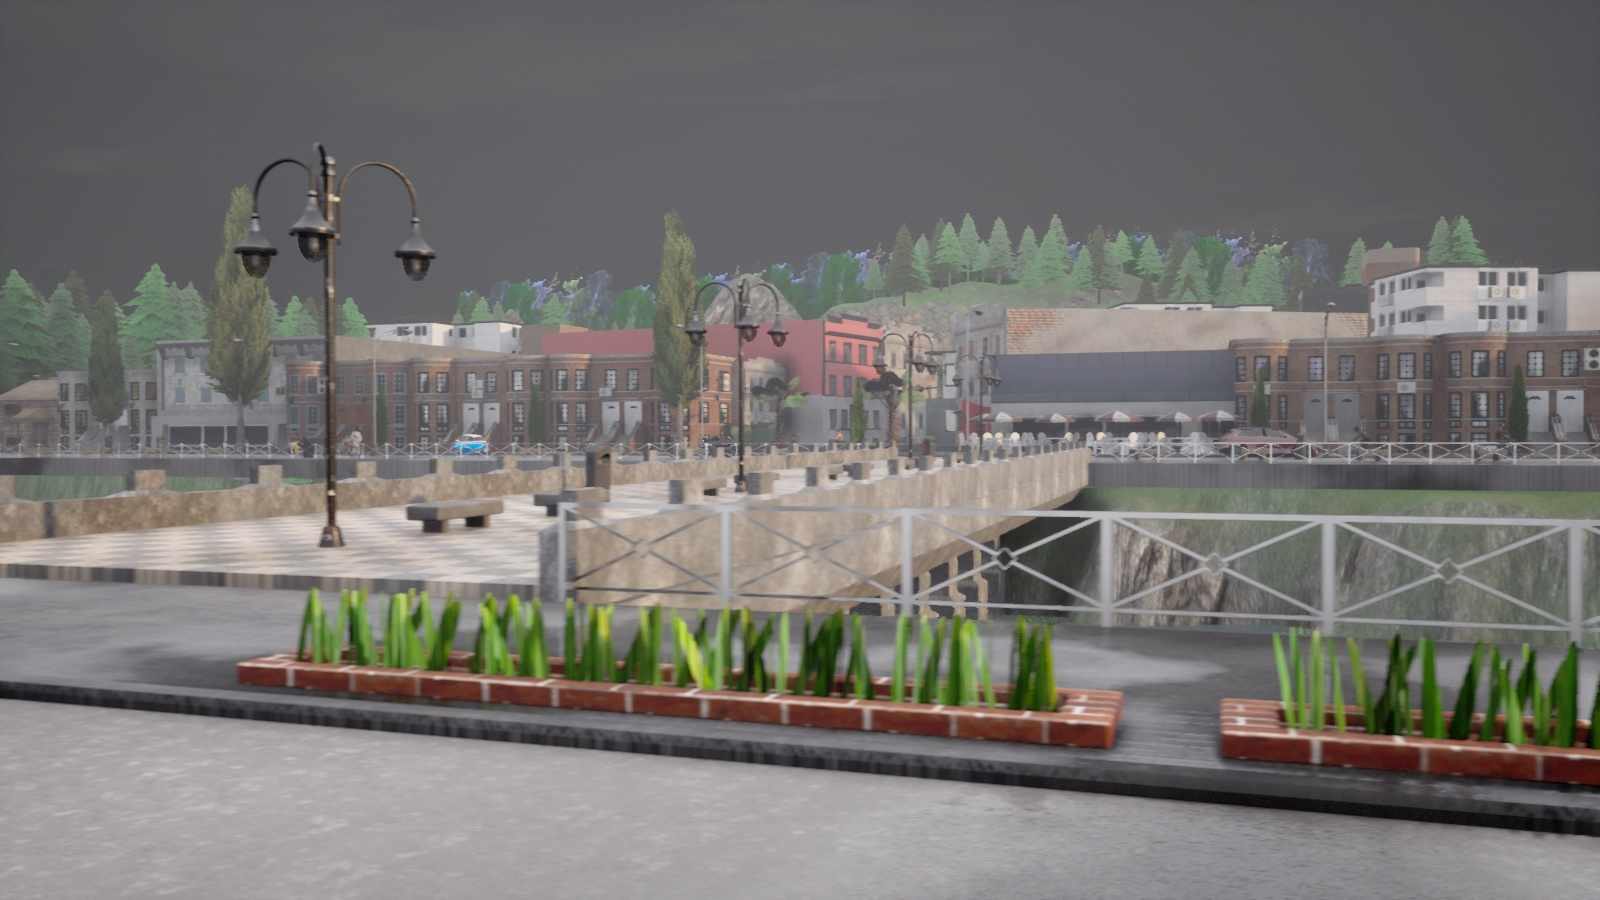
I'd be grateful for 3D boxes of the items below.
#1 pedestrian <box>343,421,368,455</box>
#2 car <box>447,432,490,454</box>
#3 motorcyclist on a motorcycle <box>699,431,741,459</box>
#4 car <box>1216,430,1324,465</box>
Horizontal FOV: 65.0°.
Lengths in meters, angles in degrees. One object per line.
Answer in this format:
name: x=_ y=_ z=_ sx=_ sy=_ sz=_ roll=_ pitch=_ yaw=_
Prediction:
pedestrian: x=-24.204 y=-0.648 z=68.394 sx=0.900 sy=1.855 sz=0.874 roll=0 pitch=1 yaw=17
car: x=-21.140 y=-0.481 z=80.114 sx=2.207 sy=1.376 sz=1.481 roll=1 pitch=1 yaw=19
motorcyclist on a motorcycle: x=-4.479 y=-0.281 z=70.296 sx=2.191 sy=1.530 sz=0.866 roll=1 pitch=1 yaw=19
car: x=22.803 y=-0.136 z=61.125 sx=4.856 sy=1.649 sz=2.033 roll=1 pitch=1 yaw=19
